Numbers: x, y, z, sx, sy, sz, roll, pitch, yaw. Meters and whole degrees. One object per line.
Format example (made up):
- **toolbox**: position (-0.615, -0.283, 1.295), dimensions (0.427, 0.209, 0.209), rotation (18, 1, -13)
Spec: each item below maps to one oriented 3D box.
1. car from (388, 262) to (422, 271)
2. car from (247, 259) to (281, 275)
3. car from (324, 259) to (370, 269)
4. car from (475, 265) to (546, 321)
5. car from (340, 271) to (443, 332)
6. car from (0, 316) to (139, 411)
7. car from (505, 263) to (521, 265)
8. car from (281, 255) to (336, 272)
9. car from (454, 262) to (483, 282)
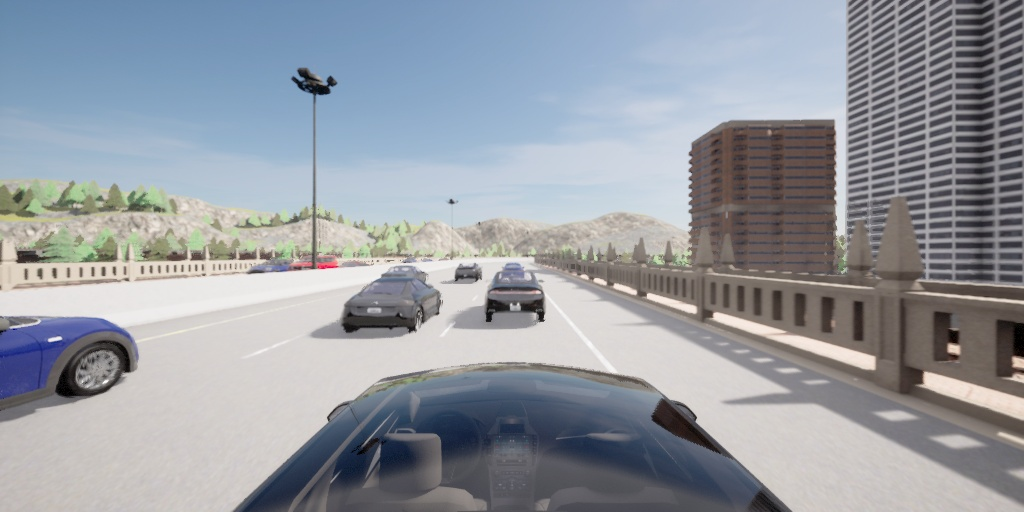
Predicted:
- **car**: position (-6.900, 1.289, 23.334), dimensions (2.033, 1.411, 5.357), rotation (0, 0, 0)
- **car**: position (-21.095, 1.091, 31.830), dimensions (2.097, 1.767, 4.553), rotation (0, 0, 0)
- **car**: position (-14.097, 1.216, 31.644), dimensions (1.882, 1.535, 5.008), rotation (0, 0, 0)
- **car**: position (0.099, 1.238, 12.423), dimensions (2.128, 1.511, 4.902), rotation (0, 0, 0)
- **car**: position (-3.401, 1.311, 10.872), dimensions (1.994, 1.385, 4.181), rotation (0, 0, 0)
- **car**: position (-6.905, 1.101, 3.695), dimensions (2.097, 1.767, 4.553), rotation (0, 0, 0)
- **car**: position (0.086, 1.265, 29.721), dimensions (1.812, 1.442, 4.674), rotation (0, 0, 0)
- **car**: position (-17.599, 0.960, 32.043), dimensions (2.150, 2.045, 5.566), rotation (0, 0, 0)
- **car**: position (-3.401, 1.231, 28.703), dimensions (2.128, 1.511, 4.902), rotation (0, 0, 0)
